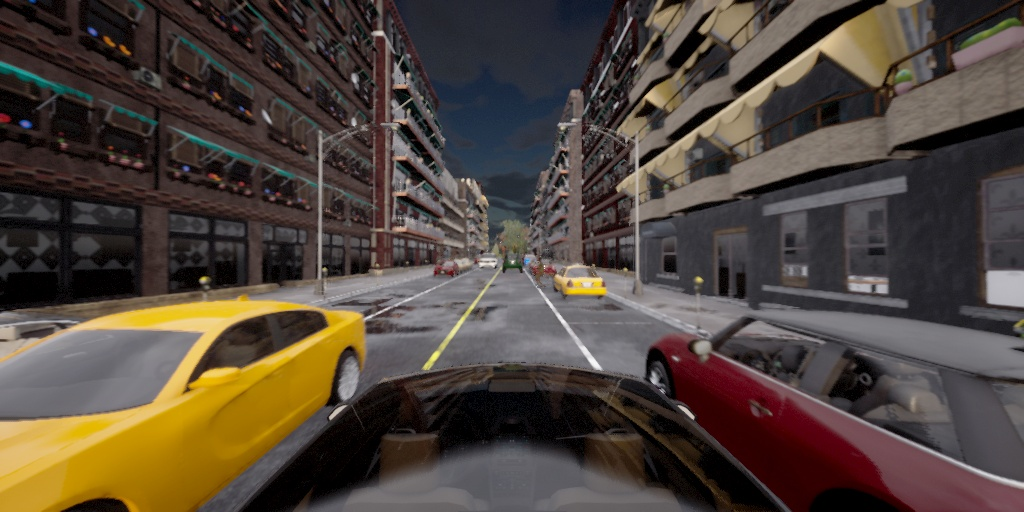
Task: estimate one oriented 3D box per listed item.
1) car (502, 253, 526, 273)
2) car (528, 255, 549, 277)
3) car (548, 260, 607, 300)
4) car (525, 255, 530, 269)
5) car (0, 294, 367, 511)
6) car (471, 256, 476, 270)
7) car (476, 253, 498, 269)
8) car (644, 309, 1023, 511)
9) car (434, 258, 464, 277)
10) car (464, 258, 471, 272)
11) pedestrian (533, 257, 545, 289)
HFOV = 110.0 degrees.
[{"bbox_3d":[0.074,0.704,38.018,2.150,2.045,5.566,0,1,0],"label":"car"},{"bbox_3d":[2.700,0.969,31.458,1.967,1.591,4.097,0,0,0],"label":"car"},{"bbox_3d":[3.004,1.093,16.884,1.801,1.575,5.366,0,0,0],"label":"car"},{"bbox_3d":[2.702,0.927,37.118,1.967,1.591,4.097,0,0,0],"label":"car"},{"bbox_3d":[-3.098,1.216,3.322,1.882,1.535,5.008,0,0,0],"label":"car"},{"bbox_3d":[-5.678,0.971,42.653,1.751,1.417,4.829,0,0,0],"label":"car"},{"bbox_3d":[-3.041,0.636,47.010,2.150,2.045,5.566,0,1,1],"label":"car"},{"bbox_3d":[2.692,1.179,3.149,1.967,1.591,4.097,0,0,0],"label":"car"},{"bbox_3d":[-5.681,1.074,31.501,1.888,1.381,4.507,0,0,0],"label":"car"},{"bbox_3d":[-5.679,1.013,36.991,1.751,1.417,4.829,0,0,0],"label":"car"},{"bbox_3d":[1.535,0.910,19.813,0.375,1.860,0.375,1,-1,-3],"label":"pedestrian"}]
